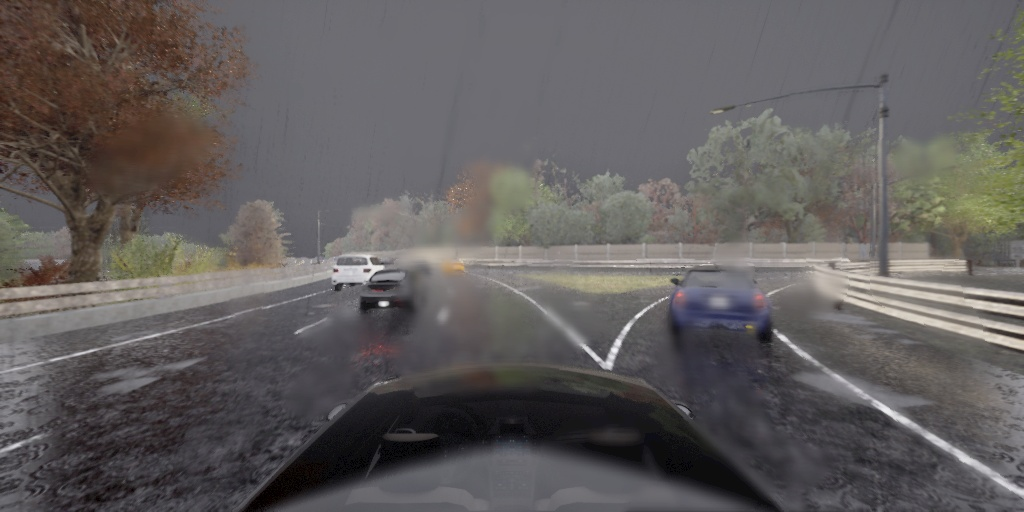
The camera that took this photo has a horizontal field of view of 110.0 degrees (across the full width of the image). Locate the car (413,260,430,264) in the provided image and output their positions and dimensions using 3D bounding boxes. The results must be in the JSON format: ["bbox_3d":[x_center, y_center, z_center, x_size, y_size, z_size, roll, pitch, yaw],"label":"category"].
[{"bbox_3d":[-9.016,1.167,35.440,1.837,1.490,4.892,0,0,-18],"label":"car"}]

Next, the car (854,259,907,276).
[{"bbox_3d":[32.472,0.997,31.673,4.674,1.442,1.812,0,0,-17],"label":"car"}]

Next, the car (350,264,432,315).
[{"bbox_3d":[-4.281,1.229,13.553,1.837,1.490,4.892,0,0,-7],"label":"car"}]

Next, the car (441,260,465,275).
[{"bbox_3d":[-6.323,1.116,38.104,1.882,1.535,5.008,0,0,-19],"label":"car"}]

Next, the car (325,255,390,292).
[{"bbox_3d":[-9.022,0.938,21.552,2.150,2.045,5.566,0,0,-11],"label":"car"}]

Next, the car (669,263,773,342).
[{"bbox_3d":[5.556,1.042,9.945,2.097,1.767,4.553,0,0,26],"label":"car"}]
